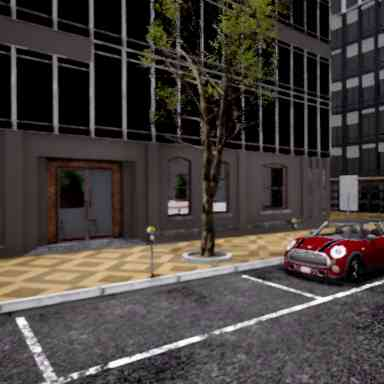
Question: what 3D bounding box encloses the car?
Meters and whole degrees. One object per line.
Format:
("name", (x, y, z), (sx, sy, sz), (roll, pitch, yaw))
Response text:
("car", (4.594, 1.523, 9.851), (4.097, 1.590, 1.967), (1, -1, -35))
